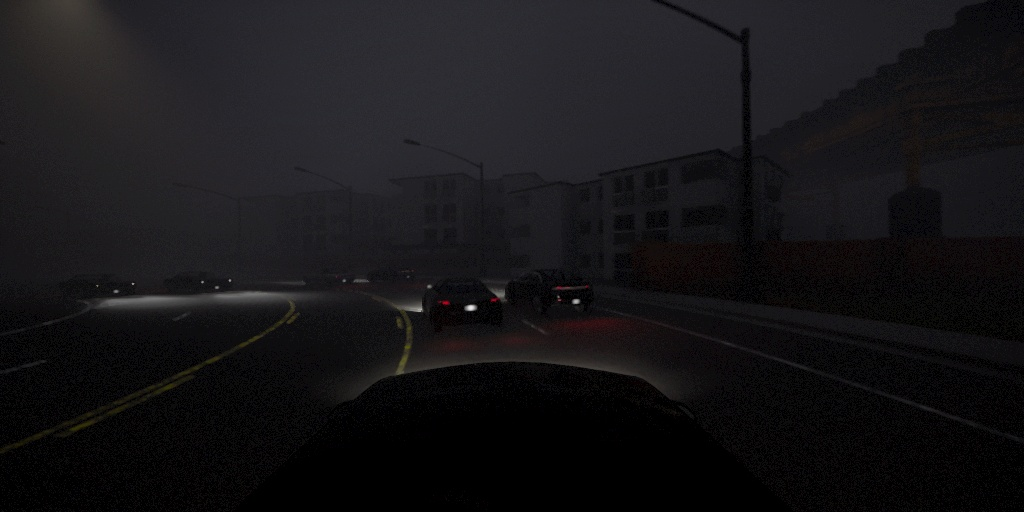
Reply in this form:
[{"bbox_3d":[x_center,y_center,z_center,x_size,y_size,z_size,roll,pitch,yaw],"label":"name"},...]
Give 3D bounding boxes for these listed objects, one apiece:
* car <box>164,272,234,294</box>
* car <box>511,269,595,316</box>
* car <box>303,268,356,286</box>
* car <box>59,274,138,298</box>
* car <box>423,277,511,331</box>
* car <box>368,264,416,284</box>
[{"bbox_3d":[-20.208,1.669,23.151,4.718,1.301,1.895,-1,0,26],"label":"car"},{"bbox_3d":[1.222,1.240,13.592,2.128,1.511,4.902,-1,0,-19],"label":"car"},{"bbox_3d":[-14.373,1.592,28.053,4.718,1.301,1.895,-1,0,34],"label":"car"},{"bbox_3d":[-24.370,1.726,21.142,4.718,1.301,1.895,-1,0,24],"label":"car"},{"bbox_3d":[-1.688,1.351,11.370,1.994,1.385,4.181,-1,0,-18],"label":"car"},{"bbox_3d":[-9.740,1.417,28.811,4.902,1.511,2.128,-1,0,40],"label":"car"}]
